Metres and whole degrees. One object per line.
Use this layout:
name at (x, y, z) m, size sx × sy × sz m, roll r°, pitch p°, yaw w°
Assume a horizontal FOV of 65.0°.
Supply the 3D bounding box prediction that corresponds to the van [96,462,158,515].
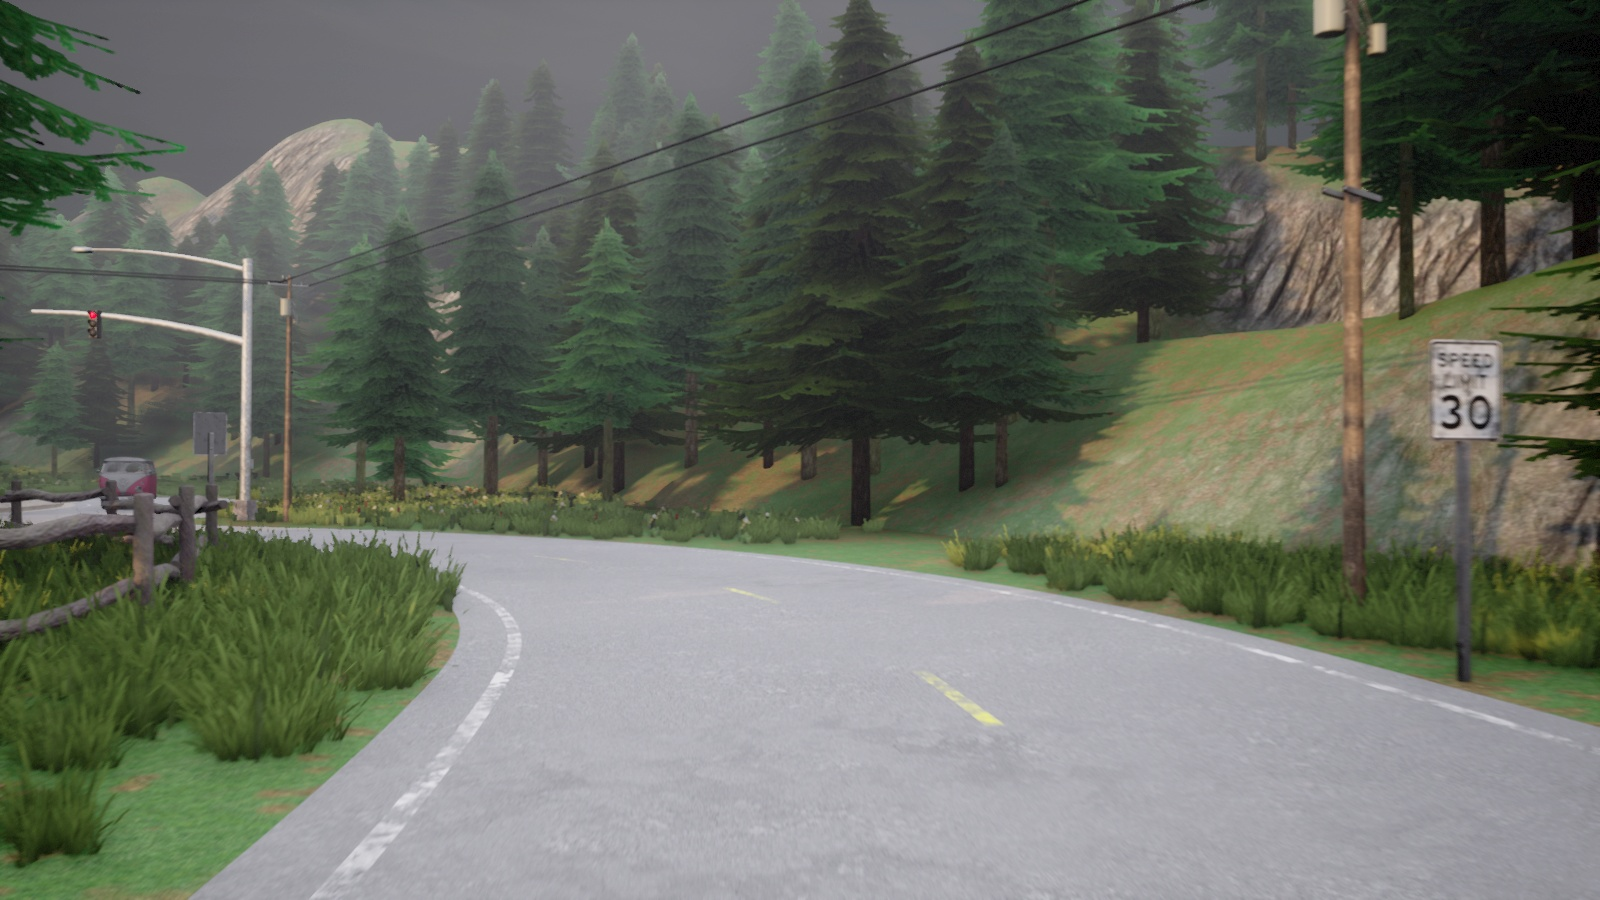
van at (-26.518, 1.487, 49.587) m, size 1.775 × 1.987 × 4.442 m, roll 0°, pitch -1°, yaw -23°
